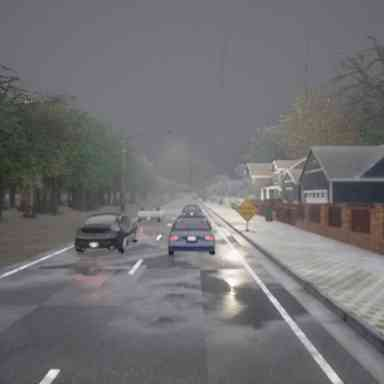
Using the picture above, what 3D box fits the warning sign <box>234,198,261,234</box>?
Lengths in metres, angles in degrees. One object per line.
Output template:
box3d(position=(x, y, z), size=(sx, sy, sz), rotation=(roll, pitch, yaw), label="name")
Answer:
box3d(position=(3.032, 1.288, 18.225), size=(1.300, 1.860, 1.060), rotation=(0, -1, 0), label="warning sign")

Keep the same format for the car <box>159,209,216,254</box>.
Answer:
box3d(position=(-0.009, 1.680, 13.992), size=(2.033, 1.411, 5.357), rotation=(0, -1, 0), label="car")

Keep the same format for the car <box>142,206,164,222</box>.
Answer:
box3d(position=(-3.519, 1.874, 29.105), size=(1.895, 1.301, 4.718), rotation=(0, 0, 0), label="car")

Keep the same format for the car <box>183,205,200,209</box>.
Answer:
box3d(position=(-0.019, 1.820, 28.990), size=(2.033, 1.411, 5.357), rotation=(0, 0, 0), label="car")

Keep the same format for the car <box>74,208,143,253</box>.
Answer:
box3d(position=(-3.506, 1.643, 14.306), size=(1.837, 1.490, 4.892), rotation=(0, 0, 0), label="car")
